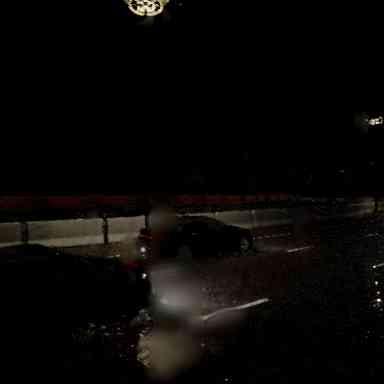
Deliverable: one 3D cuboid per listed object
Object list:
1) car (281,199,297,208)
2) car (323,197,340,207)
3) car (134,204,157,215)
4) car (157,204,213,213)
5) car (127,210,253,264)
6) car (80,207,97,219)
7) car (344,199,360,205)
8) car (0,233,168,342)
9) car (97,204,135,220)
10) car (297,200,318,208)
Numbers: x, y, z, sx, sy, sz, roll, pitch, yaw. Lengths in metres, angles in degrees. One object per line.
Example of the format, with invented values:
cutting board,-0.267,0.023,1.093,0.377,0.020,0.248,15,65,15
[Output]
car,18.249,2.104,62.078,2.128,1.511,4.902,-1,-1,35
car,25.167,1.867,59.833,2.097,1.767,4.553,-1,-1,34
car,-2.211,1.871,29.037,4.892,1.490,1.837,0,-1,-41
car,0.221,1.865,26.482,5.357,1.411,2.033,0,-1,-41
car,0.257,1.658,12.591,4.892,1.490,1.837,0,0,-38
car,-8.766,2.025,32.661,4.181,1.385,1.994,0,-1,-40
car,27.186,1.934,56.576,1.882,1.535,5.008,-1,-1,35
car,-2.798,1.662,6.008,4.181,1.385,1.994,0,-1,-36
car,-5.773,1.906,30.604,4.902,1.511,2.128,0,-1,-40
car,21.395,2.100,60.430,2.033,1.411,5.357,-1,-1,34
